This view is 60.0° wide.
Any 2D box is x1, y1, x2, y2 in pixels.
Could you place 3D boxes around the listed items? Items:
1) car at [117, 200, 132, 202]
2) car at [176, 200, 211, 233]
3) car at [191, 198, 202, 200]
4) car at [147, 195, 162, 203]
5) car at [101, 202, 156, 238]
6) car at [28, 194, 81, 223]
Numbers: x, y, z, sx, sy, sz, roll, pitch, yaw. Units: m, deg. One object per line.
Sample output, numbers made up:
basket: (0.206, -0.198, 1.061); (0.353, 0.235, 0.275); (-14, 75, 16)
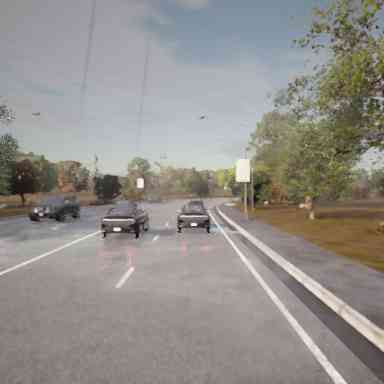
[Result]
car: (-6.914, 1.543, 33.897); (2.033, 1.411, 5.357); (0, 0, 2)
car: (0.106, 1.489, 19.840); (2.128, 1.511, 4.902); (0, 0, 0)
car: (0.611, 1.502, 41.927); (1.837, 1.490, 4.892); (0, 0, 3)
car: (-7.400, 1.334, 66.359); (2.097, 1.767, 4.553); (0, 0, 10)
car: (-3.398, 1.490, 17.540); (2.128, 1.511, 4.902); (0, 0, 0)
car: (-10.545, 1.219, 26.033); (2.150, 2.045, 5.566); (0, 0, 1)
